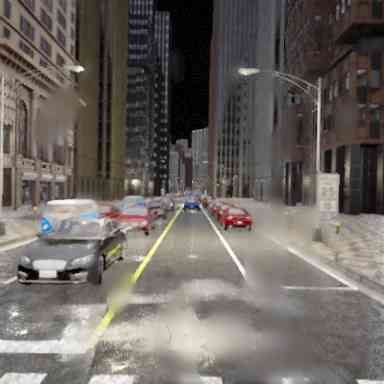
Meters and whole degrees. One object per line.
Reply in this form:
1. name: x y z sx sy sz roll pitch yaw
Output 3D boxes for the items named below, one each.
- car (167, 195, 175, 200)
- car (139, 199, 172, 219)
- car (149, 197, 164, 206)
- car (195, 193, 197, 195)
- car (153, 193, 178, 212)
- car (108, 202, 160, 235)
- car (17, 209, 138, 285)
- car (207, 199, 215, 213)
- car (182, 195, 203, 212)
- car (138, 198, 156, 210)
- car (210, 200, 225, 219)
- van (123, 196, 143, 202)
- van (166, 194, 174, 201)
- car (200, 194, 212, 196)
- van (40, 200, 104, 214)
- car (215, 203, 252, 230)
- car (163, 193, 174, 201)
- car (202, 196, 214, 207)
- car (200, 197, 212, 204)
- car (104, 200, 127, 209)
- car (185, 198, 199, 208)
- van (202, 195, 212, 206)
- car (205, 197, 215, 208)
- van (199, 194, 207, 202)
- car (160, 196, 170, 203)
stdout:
1. car: -5.837 1.529 93.245 1.752 1.417 4.829 1 0 0
2. car: -3.104 1.554 28.641 1.994 1.385 4.181 1 0 0
3. car: -5.807 1.514 54.741 2.008 1.369 4.403 1 0 0
4. car: 2.698 1.473 87.886 2.192 1.841 5.009 1 0 0
5. car: -3.070 1.352 38.875 2.097 1.767 4.553 1 0 0
6. car: -3.095 1.507 18.721 1.812 1.442 4.674 1 0 0
7. car: -3.072 1.468 9.478 2.128 1.511 4.902 1 0 -1
8. car: 2.759 1.649 32.632 1.887 1.381 4.507 1 0 0
9. car: -0.021 1.537 40.873 1.882 1.535 5.008 1 0 0
10. car: -5.799 1.535 43.691 1.802 1.307 4.206 1 0 0
11. car: 2.766 1.644 27.106 1.887 1.381 4.507 1 0 0
12. van: -5.787 1.284 32.641 1.690 1.788 3.998 1 0 0
13. van: -5.830 1.338 87.891 1.690 1.788 3.998 1 0 0
14. car: 2.737 1.440 54.734 2.192 1.841 5.009 1 0 0
15. van: -5.774 1.270 16.066 1.690 1.788 3.998 1 0 0
16. car: 2.772 1.639 21.581 1.887 1.381 4.507 1 0 0
17. car: -5.825 1.306 82.365 2.192 1.841 5.009 1 0 0
18. car: 2.740 1.664 49.208 1.887 1.381 4.507 1 0 0
19. car: 2.721 1.686 65.785 2.008 1.369 4.403 1 0 0
20. car: -5.781 1.478 21.591 1.887 1.381 4.507 1 0 0
21. car: -0.031 1.634 51.420 1.994 1.385 4.181 1 0 0
22. van: 2.730 1.471 60.259 1.690 1.788 3.998 1 0 0
23. car: 2.753 1.635 38.327 1.752 1.417 4.829 1 0 0
24. van: 2.705 1.493 82.360 1.690 1.788 3.998 1 0 0
25. car: -5.820 1.505 71.146 1.752 1.417 4.829 1 0 0
